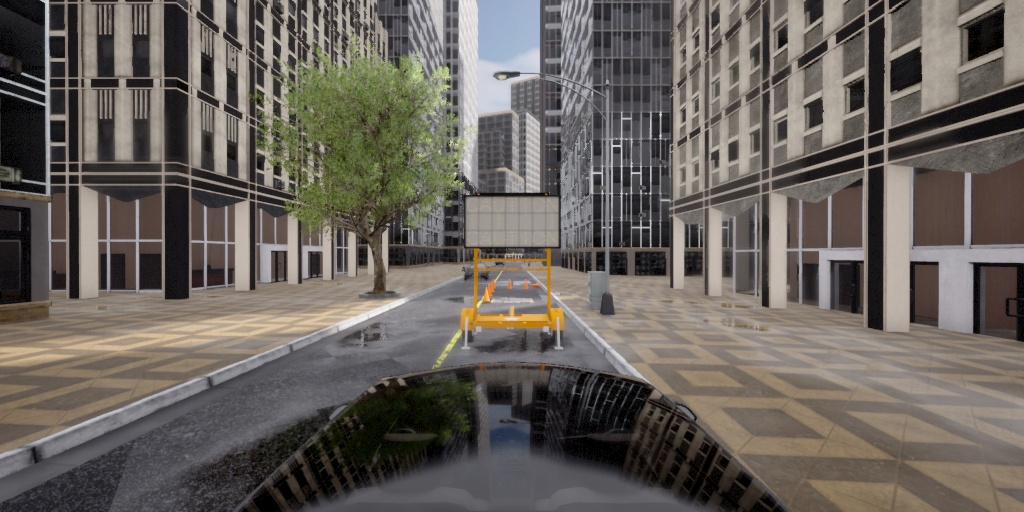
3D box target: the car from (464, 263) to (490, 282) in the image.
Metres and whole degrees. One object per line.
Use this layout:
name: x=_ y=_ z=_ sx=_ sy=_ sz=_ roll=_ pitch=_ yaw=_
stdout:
car: x=-2.818 y=1.288 z=29.506 sx=1.812 sy=1.442 sz=4.674 roll=0 pitch=0 yaw=0

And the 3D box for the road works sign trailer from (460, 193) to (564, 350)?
road works sign trailer: x=0.010 y=0.214 z=9.080 sx=2.380 sy=3.560 sz=2.880 roll=0 pitch=0 yaw=0
